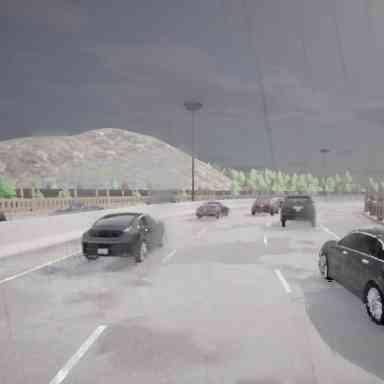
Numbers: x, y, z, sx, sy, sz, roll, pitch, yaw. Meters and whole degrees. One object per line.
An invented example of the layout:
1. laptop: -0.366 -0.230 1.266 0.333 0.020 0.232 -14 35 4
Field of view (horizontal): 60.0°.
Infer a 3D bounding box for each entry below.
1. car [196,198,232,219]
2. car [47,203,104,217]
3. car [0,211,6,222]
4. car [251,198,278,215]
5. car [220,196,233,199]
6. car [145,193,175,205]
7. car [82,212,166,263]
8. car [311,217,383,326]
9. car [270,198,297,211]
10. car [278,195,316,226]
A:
1. car: 1.874 1.547 28.914 2.033 1.411 5.357 0 0 19
2. car: -7.596 1.491 22.106 2.128 1.511 4.902 0 0 14
3. car: -12.141 1.491 17.594 2.128 1.511 4.902 0 0 11
4. car: 7.418 1.351 33.416 2.097 1.767 4.553 0 0 23
5. car: 5.875 1.532 59.535 1.837 1.490 4.892 0 0 36
6. car: -4.597 1.221 49.354 2.150 2.045 5.566 0 0 28
7. car: -2.246 1.502 12.085 1.837 1.490 4.892 0 -1 8
8. car: 4.128 1.503 6.942 1.837 1.490 4.892 0 0 5
9. car: 11.756 1.545 42.524 2.033 1.411 5.357 0 0 31
10. car: 7.429 1.221 23.375 2.150 2.045 5.566 0 0 17
